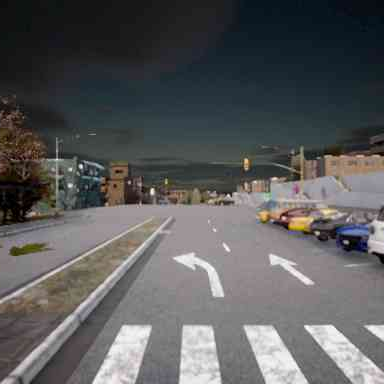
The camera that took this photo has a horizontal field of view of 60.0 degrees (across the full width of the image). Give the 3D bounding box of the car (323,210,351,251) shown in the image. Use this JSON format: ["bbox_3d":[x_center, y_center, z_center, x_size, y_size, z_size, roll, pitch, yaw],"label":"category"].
[{"bbox_3d":[8.072,1.637,13.192,5.008,1.535,2.097,1,-1,-20],"label":"car"}]

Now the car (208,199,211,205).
[{"bbox_3d":[7.869,2.850,89.245,5.366,1.575,1.946,2,-2,-20],"label":"car"}]

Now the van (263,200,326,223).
[{"bbox_3d":[7.956,1.573,25.084,4.442,1.987,1.878,1,-1,-20],"label":"van"}]

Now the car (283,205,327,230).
[{"bbox_3d":[8.238,1.717,19.225,5.366,1.575,1.946,1,-1,-20],"label":"car"}]

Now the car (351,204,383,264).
[{"bbox_3d":[8.096,1.349,10.231,5.566,2.045,2.435,1,-1,-20],"label":"car"}]

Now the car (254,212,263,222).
[{"bbox_3d":[7.889,1.837,28.039,5.366,1.575,1.946,1,-1,-20],"label":"car"}]

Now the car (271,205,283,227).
[{"bbox_3d":[8.089,1.789,22.154,4.792,1.488,2.163,1,-1,-20],"label":"car"}]

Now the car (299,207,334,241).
[{"bbox_3d":[8.058,1.678,16.177,4.892,1.521,2.231,1,-1,-20],"label":"car"}]

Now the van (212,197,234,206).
[{"bbox_3d":[7.939,2.293,80.347,4.442,1.987,1.878,2,-2,-20],"label":"van"}]
